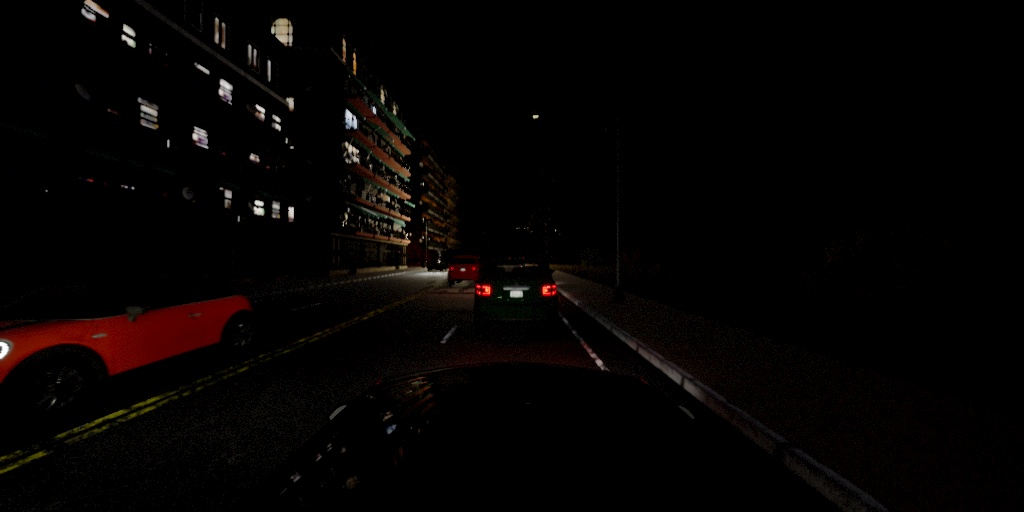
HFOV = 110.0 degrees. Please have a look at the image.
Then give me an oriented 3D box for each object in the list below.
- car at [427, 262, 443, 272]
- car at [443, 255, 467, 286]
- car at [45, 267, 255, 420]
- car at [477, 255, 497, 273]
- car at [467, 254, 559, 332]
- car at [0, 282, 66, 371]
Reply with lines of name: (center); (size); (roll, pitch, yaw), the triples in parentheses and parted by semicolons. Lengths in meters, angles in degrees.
car: (-9.727, 1.380, 46.751); (1.895, 1.301, 4.718); (0, 0, 0)
car: (-3.084, 0.985, 25.268); (2.150, 2.045, 5.566); (0, 0, 0)
car: (-6.589, 1.105, 5.800); (2.097, 1.767, 4.553); (0, 0, 0)
car: (-3.032, 0.995, 45.308); (2.150, 2.045, 5.566); (0, -1, 0)
car: (0.121, 0.979, 11.021); (2.150, 2.045, 5.566); (0, 0, 0)
car: (-9.842, 1.257, 4.732); (1.837, 1.490, 4.892); (0, 0, 0)
